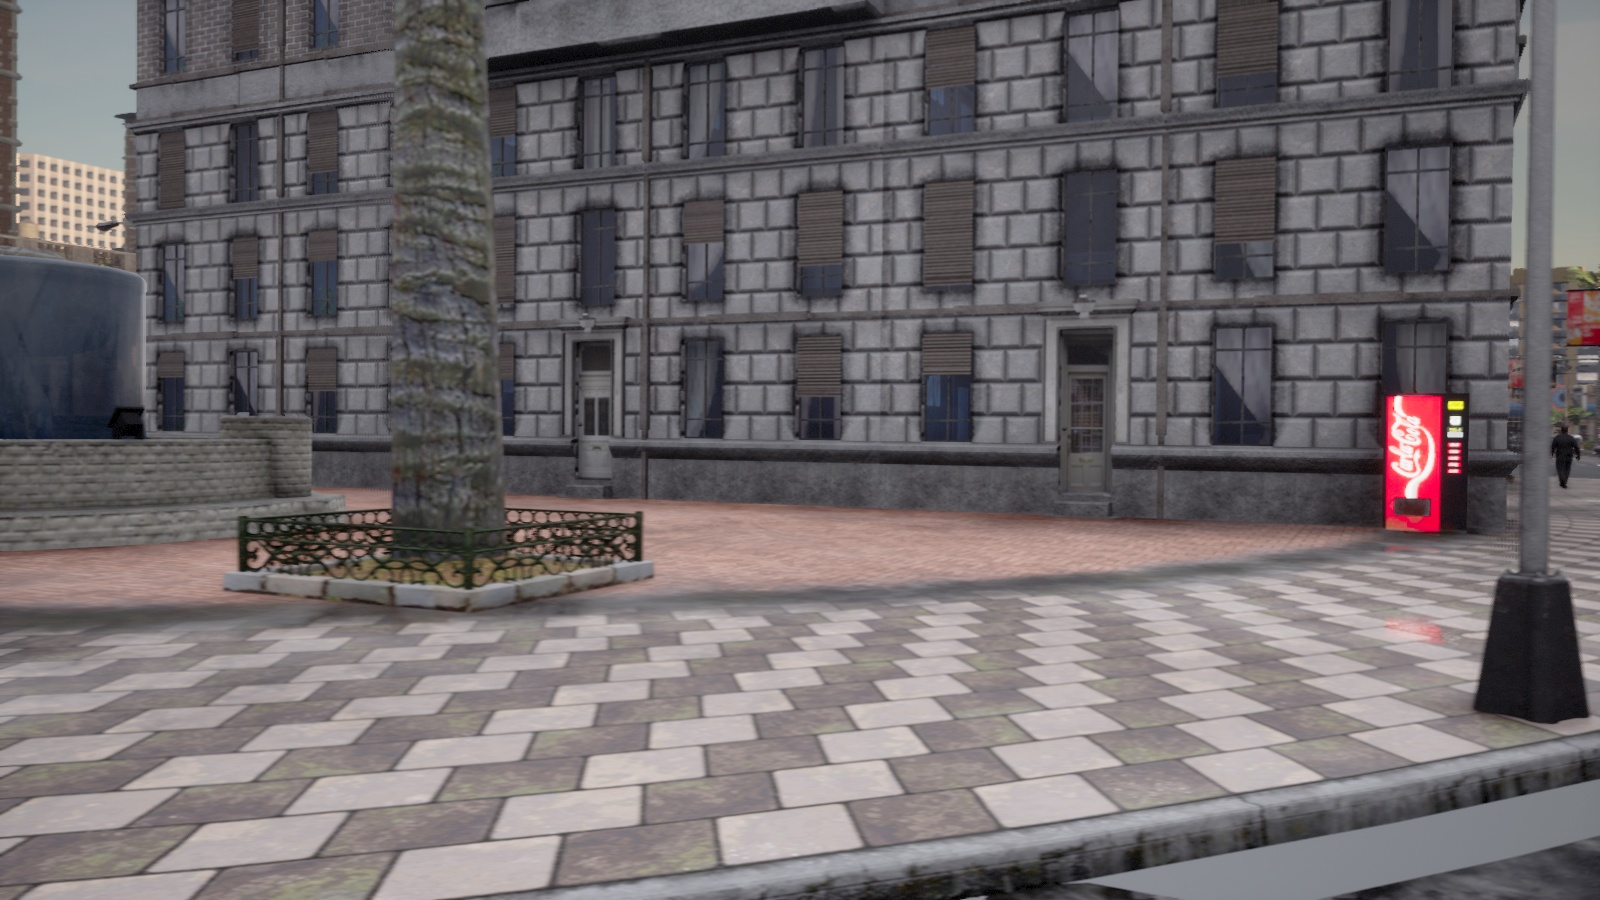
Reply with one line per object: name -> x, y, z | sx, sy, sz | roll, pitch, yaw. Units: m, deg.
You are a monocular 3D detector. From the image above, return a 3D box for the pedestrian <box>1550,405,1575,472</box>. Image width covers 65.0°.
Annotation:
pedestrian -> 21.670, -0.321, 35.693 | 0.563, 1.883, 0.849 | 0, 1, 29
